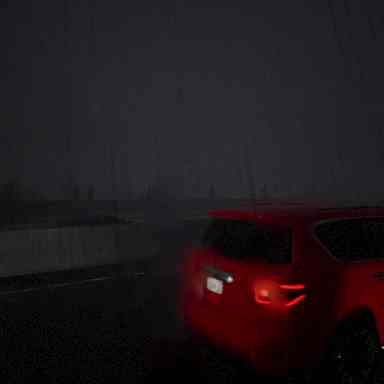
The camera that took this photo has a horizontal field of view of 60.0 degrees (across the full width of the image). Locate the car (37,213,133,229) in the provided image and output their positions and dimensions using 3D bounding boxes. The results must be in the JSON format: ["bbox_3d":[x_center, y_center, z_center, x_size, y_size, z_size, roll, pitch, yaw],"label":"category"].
[{"bbox_3d":[-4.237,1.564,13.516,4.181,1.385,1.994,0,0,-32],"label":"car"}]

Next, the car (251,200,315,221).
[{"bbox_3d":[7.612,1.478,27.706,5.008,1.535,1.882,0,0,-22],"label":"car"}]

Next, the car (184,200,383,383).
[{"bbox_3d":[2.551,1.217,5.293,5.566,2.045,2.150,1,0,-31],"label":"car"}]
